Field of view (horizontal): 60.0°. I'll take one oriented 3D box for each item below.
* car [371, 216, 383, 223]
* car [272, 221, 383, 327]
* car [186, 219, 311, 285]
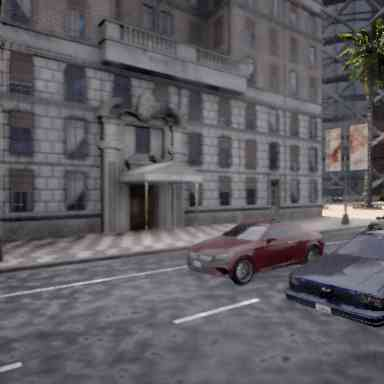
[{"bbox_3d":[10.018,1.537,15.481,4.892,1.490,1.837,0,0,-35],"label":"car"},{"bbox_3d":[4.356,1.564,7.133,5.357,1.411,2.033,0,0,-36],"label":"car"},{"bbox_3d":[2.025,1.561,9.762,4.674,1.442,1.812,0,0,-36],"label":"car"}]
